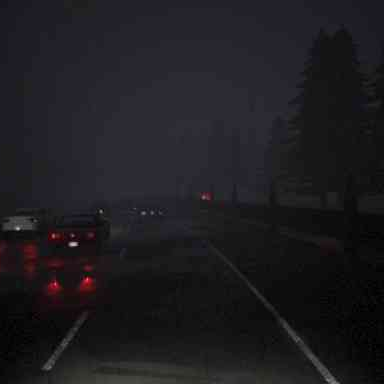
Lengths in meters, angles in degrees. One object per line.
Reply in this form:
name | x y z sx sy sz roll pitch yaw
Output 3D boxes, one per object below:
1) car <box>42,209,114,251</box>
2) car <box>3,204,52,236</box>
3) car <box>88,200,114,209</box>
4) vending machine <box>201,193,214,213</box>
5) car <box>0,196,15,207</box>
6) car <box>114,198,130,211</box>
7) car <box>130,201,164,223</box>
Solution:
car | -4.655 1.615 14.341 1.895 1.301 4.718 0 0 -8
car | -8.935 1.551 18.488 1.812 1.442 4.674 0 0 -11
car | -9.001 1.533 32.482 1.837 1.490 4.892 0 0 -18
vending machine | 1.700 1.197 36.591 1.100 2.100 0.880 0 0 -19
car | -31.050 1.566 56.185 1.882 1.535 5.008 0 0 -25
car | -8.662 1.506 41.419 1.882 1.535 5.008 0 0 -22
car | -3.453 1.560 26.101 2.033 1.411 5.357 0 0 -14
